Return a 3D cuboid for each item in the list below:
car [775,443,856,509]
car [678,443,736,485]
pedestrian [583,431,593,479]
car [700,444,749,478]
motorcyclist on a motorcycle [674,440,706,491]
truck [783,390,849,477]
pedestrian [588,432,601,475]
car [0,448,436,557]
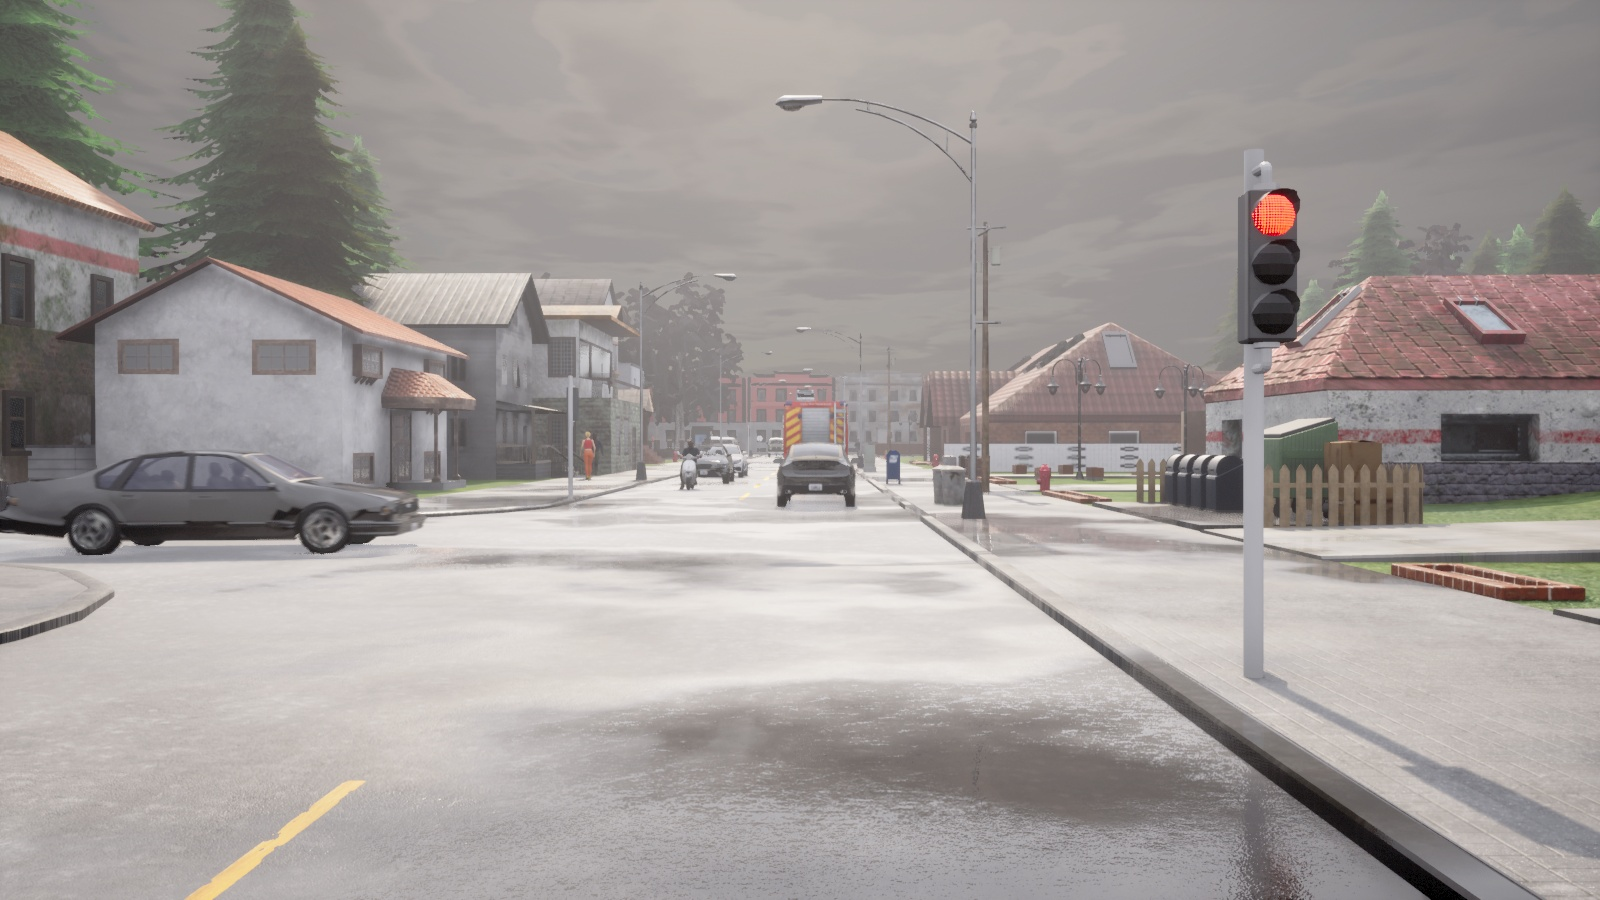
[{"bbox_3d":[0.414,0.576,31.058,1.837,1.490,4.892,0,0,1],"label":"car"},{"bbox_3d":[-3.419,0.492,46.936,1.816,1.474,4.193,0,0,1],"label":"car"},{"bbox_3d":[-8.102,0.179,48.001,0.345,1.836,0.594,0,0,-15],"label":"pedestrian"},{"bbox_3d":[-3.314,0.455,55.688,1.812,1.442,4.674,0,0,1],"label":"car"},{"bbox_3d":[-3.507,0.470,40.226,0.866,1.590,1.817,0,0,1],"label":"motorcyclist on a motorcycle"},{"bbox_3d":[0.732,-0.752,59.198,2.891,3.827,8.468,0,0,1],"label":"truck"},{"bbox_3d":[-8.710,0.149,53.218,0.370,1.835,0.726,0,0,5],"label":"pedestrian"},{"bbox_3d":[-8.059,0.688,17.628,5.357,1.411,2.033,0,0,-4],"label":"car"}]
